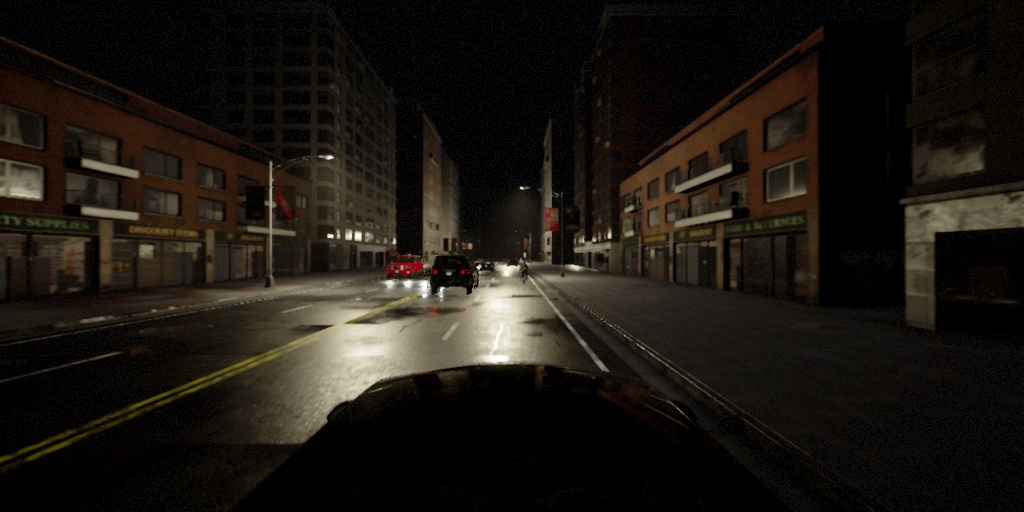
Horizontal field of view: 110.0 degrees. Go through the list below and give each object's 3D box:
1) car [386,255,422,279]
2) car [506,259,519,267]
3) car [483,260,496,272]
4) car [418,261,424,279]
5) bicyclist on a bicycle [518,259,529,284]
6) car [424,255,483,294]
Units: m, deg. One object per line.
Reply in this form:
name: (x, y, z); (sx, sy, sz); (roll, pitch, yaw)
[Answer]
car: (-9.842, 0.963, 33.429); (2.150, 2.045, 5.566); (0, 0, 0)
car: (0.086, 1.243, 64.101); (1.837, 1.490, 4.892); (0, 0, 0)
car: (-3.146, 1.288, 46.117); (2.033, 1.411, 5.357); (0, 0, 0)
car: (-6.593, 1.344, 32.017); (1.895, 1.301, 4.718); (0, 0, 0)
bicyclist on a bicycle: (0.894, 1.197, 24.928); (0.582, 1.620, 1.656); (0, 0, 0)
car: (-3.150, 0.967, 20.567); (2.150, 2.045, 5.566); (0, 0, 0)
